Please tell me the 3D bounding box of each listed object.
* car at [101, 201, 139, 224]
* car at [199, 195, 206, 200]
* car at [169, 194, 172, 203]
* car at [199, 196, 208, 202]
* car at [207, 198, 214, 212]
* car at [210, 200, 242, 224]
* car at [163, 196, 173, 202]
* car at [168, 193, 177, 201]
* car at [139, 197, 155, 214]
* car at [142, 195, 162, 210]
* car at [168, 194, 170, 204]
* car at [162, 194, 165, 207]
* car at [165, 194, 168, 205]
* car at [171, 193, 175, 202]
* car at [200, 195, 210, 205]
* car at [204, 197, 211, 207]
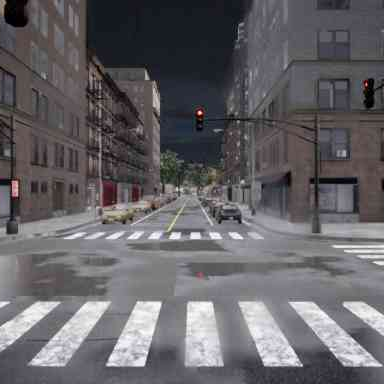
[{"bbox_3d":[-5.396,1.526,24.537,1.752,1.417,4.829,0,0,0],"label":"car"},{"bbox_3d":[2.714,1.596,90.484,1.802,1.307,4.206,0,0,0],"label":"car"},{"bbox_3d":[-5.349,1.573,63.081,1.947,1.339,4.313,0,0,0],"label":"car"},{"bbox_3d":[2.705,1.556,79.520,1.887,1.381,4.507,0,0,0],"label":"car"},{"bbox_3d":[2.662,1.547,30.182,1.887,1.381,4.507,0,0,0],"label":"car"},{"bbox_3d":[2.658,1.552,24.700,2.008,1.369,4.403,0,0,0],"label":"car"},{"bbox_3d":[-5.336,1.535,73.875,1.752,1.417,4.829,0,0,0],"label":"car"},{"bbox_3d":[-5.315,1.329,90.491,2.192,1.841,5.009,0,0,0],"label":"car"},{"bbox_3d":[-5.382,1.528,35.500,1.752,1.417,4.829,0,0,0],"label":"car"},{"bbox_3d":[-5.375,1.319,41.153,2.192,1.841,5.009,0,0,0],"label":"car"},{"bbox_3d":[-5.356,1.557,57.599,2.008,1.369,4.403,0,0,0],"label":"car"},{"bbox_3d":[-5.369,1.445,46.635,1.967,1.590,4.097,0,0,0],"label":"car"},{"bbox_3d":[-5.362,1.445,52.117,1.967,1.590,4.097,0,0,0],"label":"car"},{"bbox_3d":[-5.342,1.323,68.563,2.192,1.841,5.009,0,0,0],"label":"car"},{"bbox_3d":[2.681,1.556,52.109,2.008,1.369,4.403,0,0,0],"label":"car"},{"bbox_3d":[2.667,1.553,35.664,2.008,1.369,4.403,0,0,0],"label":"car"}]
